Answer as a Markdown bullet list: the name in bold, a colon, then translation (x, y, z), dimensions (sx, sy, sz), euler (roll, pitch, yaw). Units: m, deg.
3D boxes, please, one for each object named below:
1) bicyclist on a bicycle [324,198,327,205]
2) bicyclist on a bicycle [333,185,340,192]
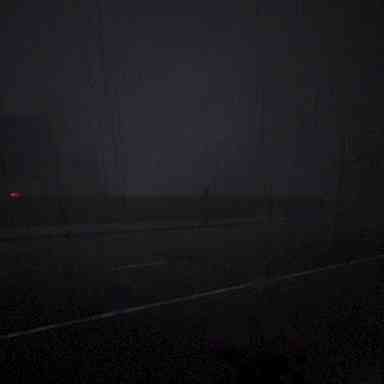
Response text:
- **bicyclist on a bicycle**: translation (25.513, 1.848, 63.384), dimensions (0.582, 1.620, 1.656), euler (1, 1, 21)
- **bicyclist on a bicycle**: translation (26.340, -0.733, 60.315), dimensions (1.656, 1.620, 0.582), euler (-24, 51, -29)
